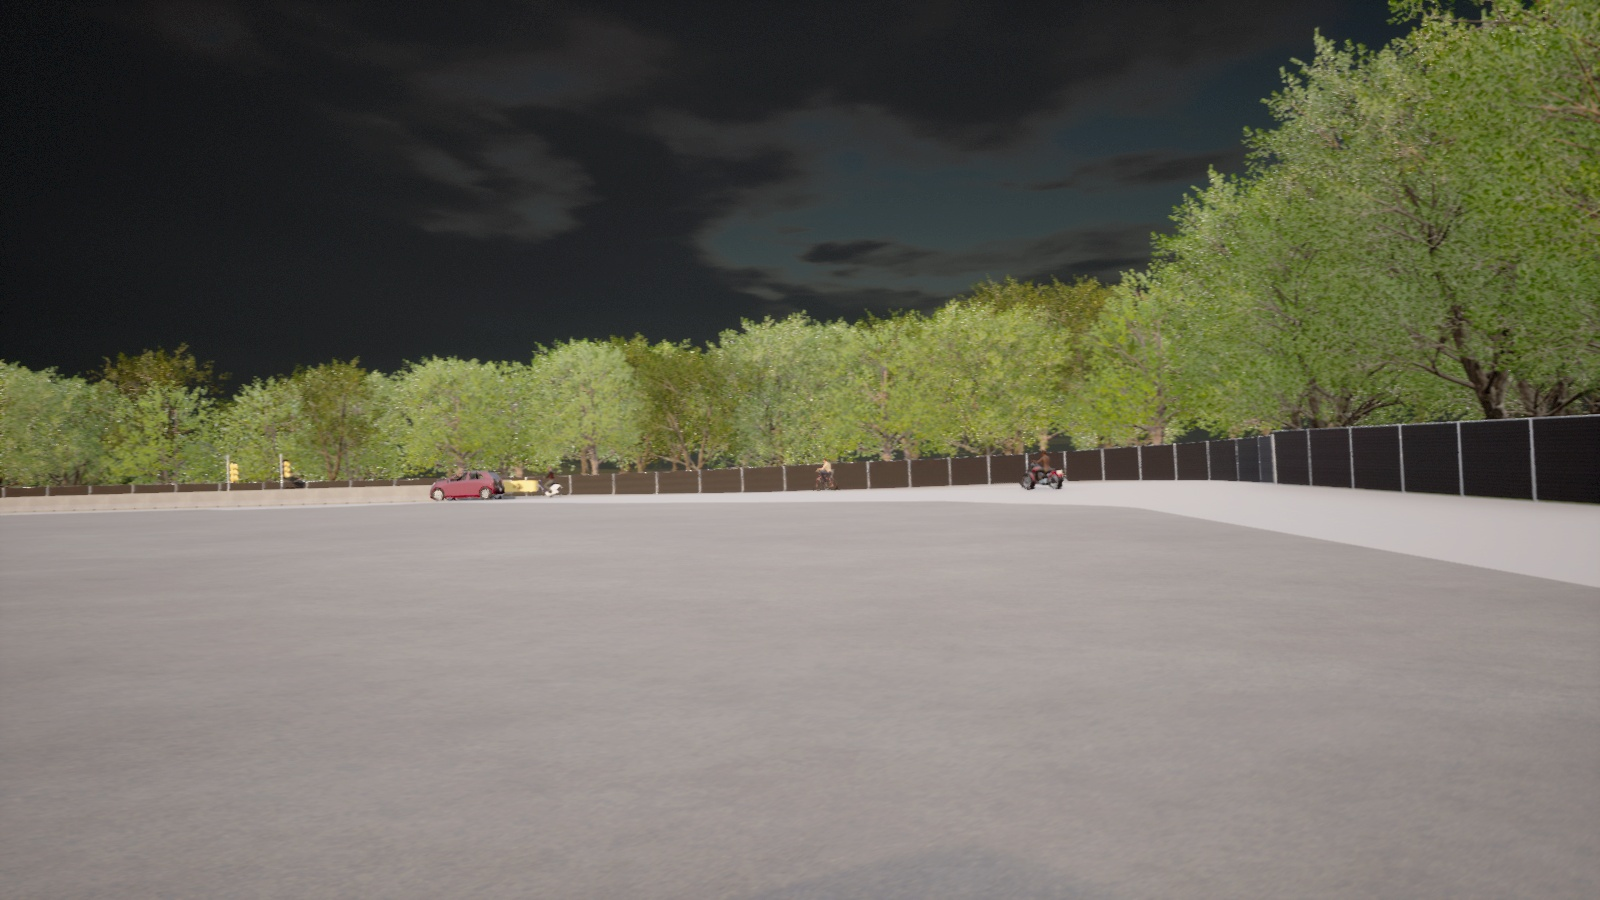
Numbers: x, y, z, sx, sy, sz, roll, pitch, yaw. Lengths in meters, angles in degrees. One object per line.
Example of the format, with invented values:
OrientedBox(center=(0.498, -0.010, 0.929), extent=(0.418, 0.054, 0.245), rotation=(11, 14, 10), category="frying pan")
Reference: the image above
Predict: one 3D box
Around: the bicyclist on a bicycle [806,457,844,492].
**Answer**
OrientedBox(center=(1.187, 1.192, 60.358), extent=(1.509, 1.612, 0.866), rotation=(-3, 0, 38), category="bicyclist on a bicycle")

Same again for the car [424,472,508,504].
OrientedBox(center=(-16.949, 1.946, 63.780), extent=(3.633, 1.501, 1.845), rotation=(-2, -2, 8), category="car")

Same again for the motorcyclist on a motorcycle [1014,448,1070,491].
OrientedBox(center=(9.794, 0.799, 50.912), extent=(0.766, 1.649, 2.350), rotation=(-3, -1, -31), category="motorcyclist on a motorcycle")
